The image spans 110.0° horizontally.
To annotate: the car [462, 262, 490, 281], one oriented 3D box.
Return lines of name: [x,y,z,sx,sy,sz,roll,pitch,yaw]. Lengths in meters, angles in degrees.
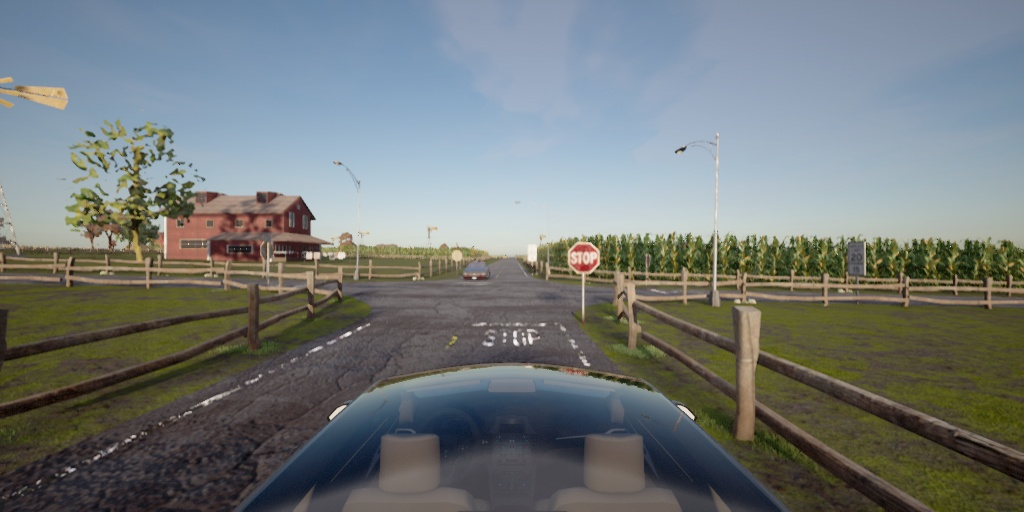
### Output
car: [-2.748,1.199,28.791,2.033,1.411,5.357,0,0,0]
